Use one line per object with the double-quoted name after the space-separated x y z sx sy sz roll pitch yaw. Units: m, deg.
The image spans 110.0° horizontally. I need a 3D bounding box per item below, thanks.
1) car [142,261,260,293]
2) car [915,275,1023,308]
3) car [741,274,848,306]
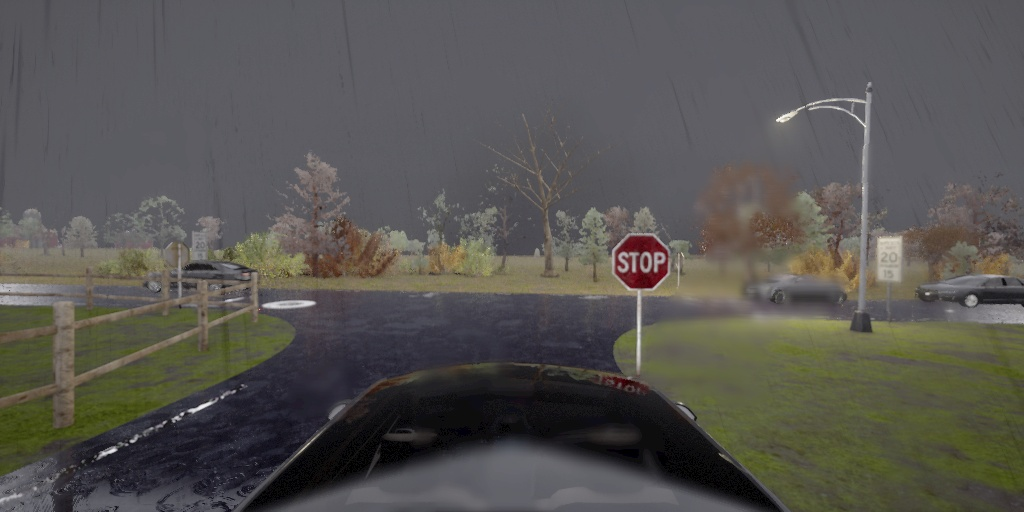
-14.995 0.988 17.412 4.892 1.490 1.837 1 0 1 "car"
22.575 1.679 17.341 4.892 1.490 1.837 1 1 0 "car"
13.567 1.578 17.355 4.181 1.385 1.994 1 1 0 "car"
